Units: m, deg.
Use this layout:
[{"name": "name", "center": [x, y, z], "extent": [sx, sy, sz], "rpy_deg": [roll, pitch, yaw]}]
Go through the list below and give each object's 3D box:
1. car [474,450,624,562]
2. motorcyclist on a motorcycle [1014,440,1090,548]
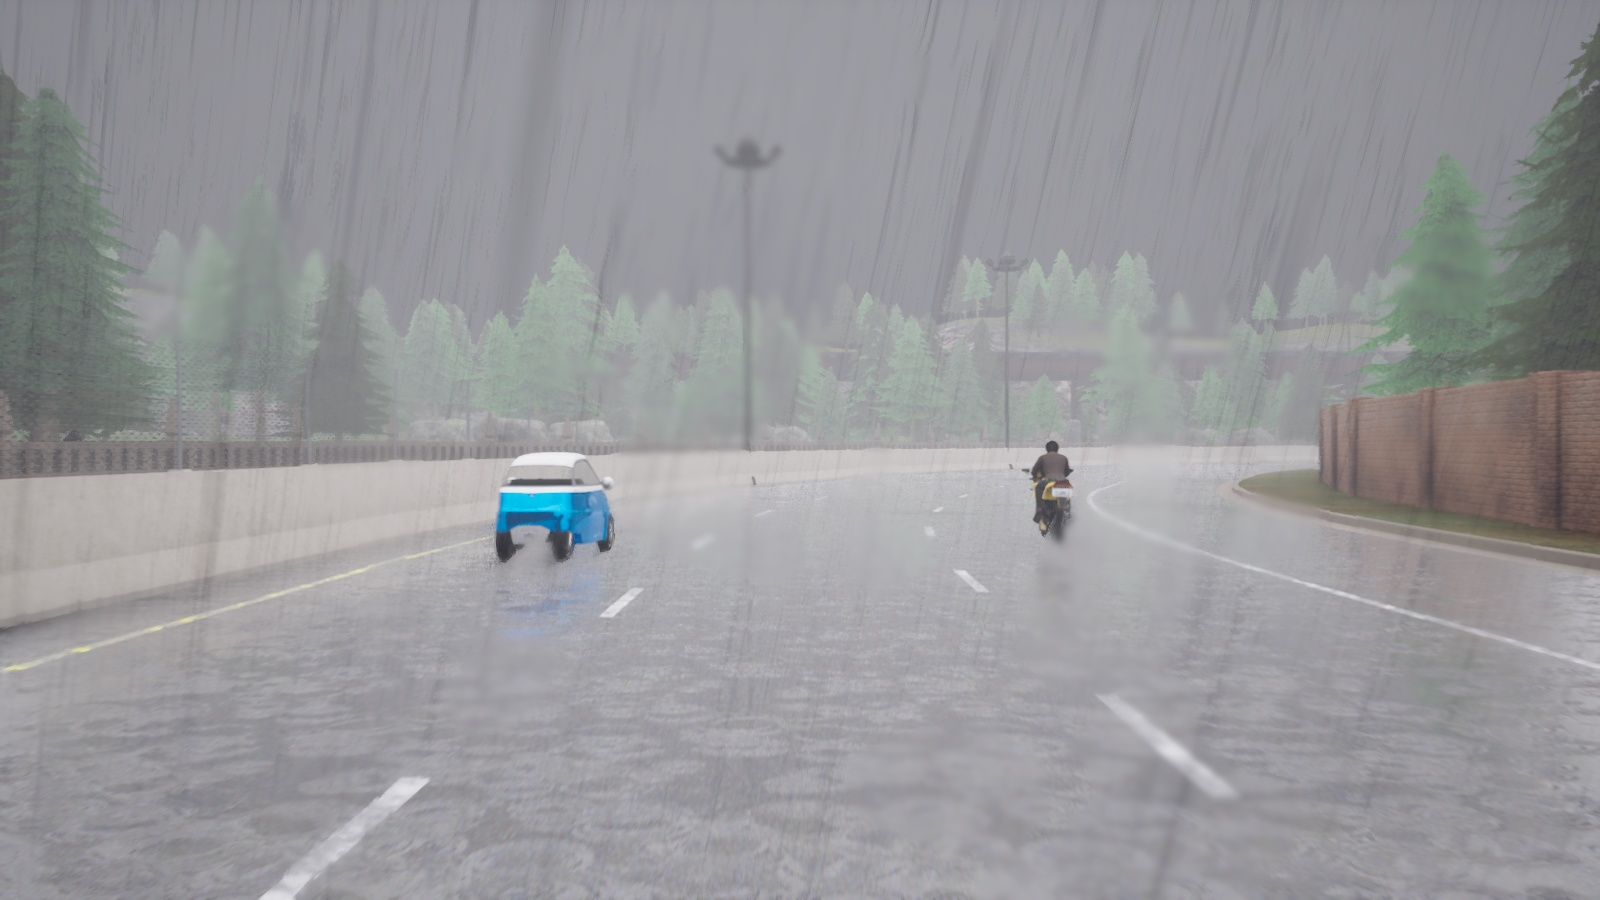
[{"name": "car", "center": [-3.298, 0.704, 16.812], "extent": [1.481, 1.376, 2.207], "rpy_deg": [0, 1, 2]}, {"name": "motorcyclist on a motorcycle", "center": [3.773, 0.625, 18.951], "extent": [0.797, 1.523, 2.044], "rpy_deg": [1, 0, 3]}]
